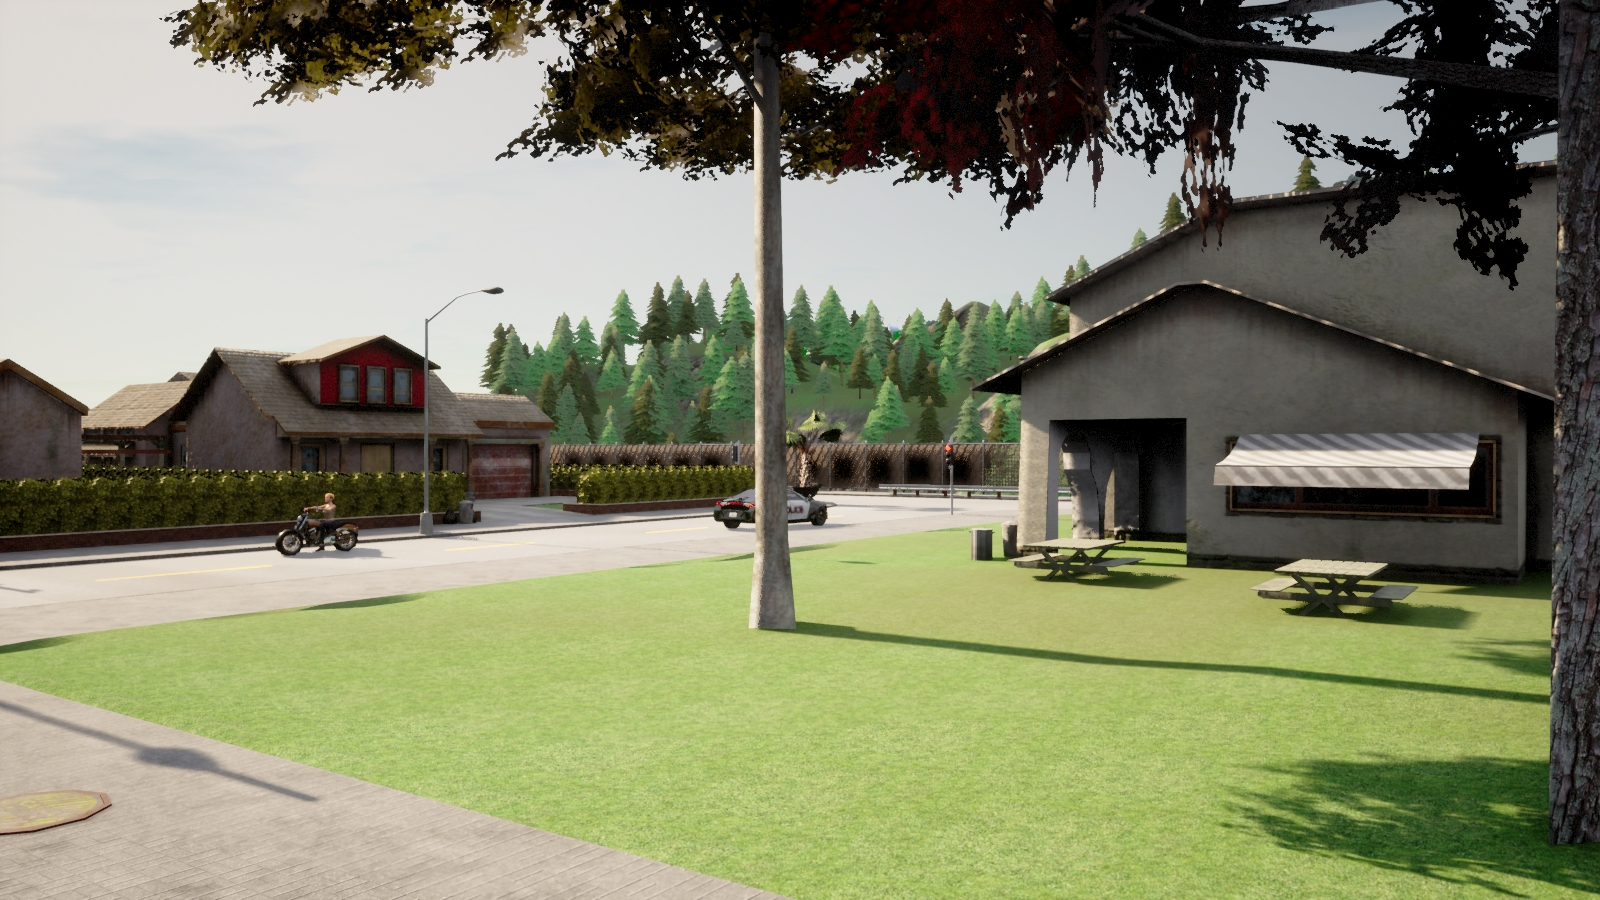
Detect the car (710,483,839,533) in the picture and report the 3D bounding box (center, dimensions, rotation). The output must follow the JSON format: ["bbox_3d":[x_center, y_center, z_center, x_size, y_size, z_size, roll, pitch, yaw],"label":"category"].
[{"bbox_3d":[-0.850,2.038,41.431,2.038,1.542,4.974,0,0,37],"label":"car"}]

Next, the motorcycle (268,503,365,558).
[{"bbox_3d":[-13.052,2.155,30.913,0.764,1.307,2.356,0,0,35],"label":"motorcycle"}]
